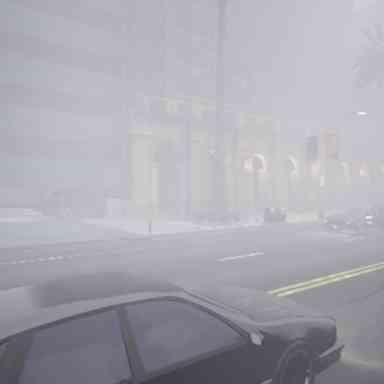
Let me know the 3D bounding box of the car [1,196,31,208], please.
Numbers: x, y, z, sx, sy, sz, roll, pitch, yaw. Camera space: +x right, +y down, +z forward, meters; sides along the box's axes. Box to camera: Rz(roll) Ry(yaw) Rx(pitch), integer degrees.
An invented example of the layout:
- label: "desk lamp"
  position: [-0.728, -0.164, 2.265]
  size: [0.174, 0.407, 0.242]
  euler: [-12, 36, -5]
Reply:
- label: "car"
  position: [-22.748, 1.471, 45.160]
  size: [4.718, 1.301, 1.895]
  euler: [0, 0, -36]

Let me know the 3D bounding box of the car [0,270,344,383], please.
- label: "car"
  position: [-0.777, 1.547, 3.200]
  size: [5.357, 1.411, 2.033]
  euler: [0, 0, -36]

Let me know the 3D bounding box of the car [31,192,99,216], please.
- label: "car"
  position: [-11.336, 1.030, 30.578]
  size: [5.566, 2.045, 2.435]
  euler: [0, 0, -36]

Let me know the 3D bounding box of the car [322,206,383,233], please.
- label: "car"
  position: [9.994, 1.530, 19.751]
  size: [5.357, 1.411, 2.033]
  euler: [0, 0, -36]
